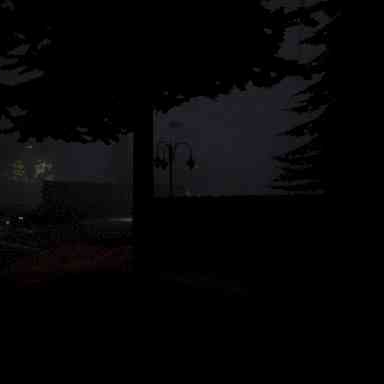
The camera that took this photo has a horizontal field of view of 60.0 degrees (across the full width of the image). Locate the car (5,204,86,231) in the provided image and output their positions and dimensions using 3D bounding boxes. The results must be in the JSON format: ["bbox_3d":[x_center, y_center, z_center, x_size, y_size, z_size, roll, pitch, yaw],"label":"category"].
[{"bbox_3d":[-9.140,1.514,21.078,2.128,1.511,4.902,0,0,36],"label":"car"}]
